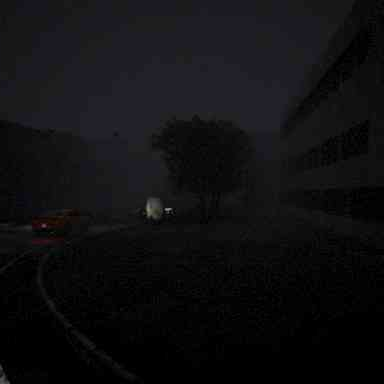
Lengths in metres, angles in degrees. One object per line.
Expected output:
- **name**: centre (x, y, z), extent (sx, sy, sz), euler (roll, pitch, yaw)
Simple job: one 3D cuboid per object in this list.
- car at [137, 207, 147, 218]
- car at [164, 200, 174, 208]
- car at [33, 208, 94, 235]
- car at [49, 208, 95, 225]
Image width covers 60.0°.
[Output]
- **car**: centre (-5.493, 2.577, 42.099), extent (1.994, 1.385, 4.181), euler (1, -2, 8)
- **car**: centre (-5.069, 2.523, 71.518), extent (2.128, 1.511, 4.902), euler (1, 1, 8)
- **car**: centre (-8.230, 1.846, 21.554), extent (1.882, 1.535, 5.008), euler (1, -2, 6)
- **car**: centre (-10.835, 2.142, 30.401), extent (1.895, 1.301, 4.718), euler (1, -2, 8)
